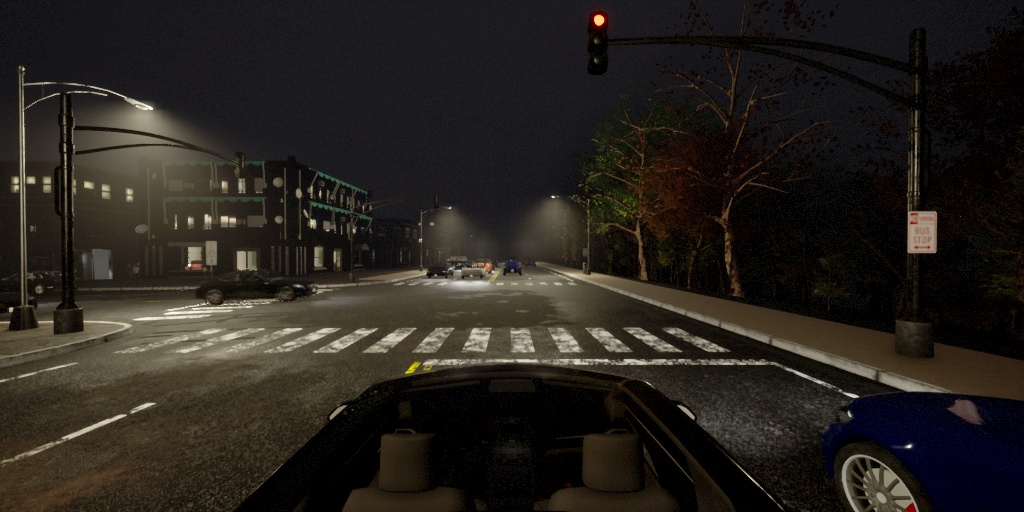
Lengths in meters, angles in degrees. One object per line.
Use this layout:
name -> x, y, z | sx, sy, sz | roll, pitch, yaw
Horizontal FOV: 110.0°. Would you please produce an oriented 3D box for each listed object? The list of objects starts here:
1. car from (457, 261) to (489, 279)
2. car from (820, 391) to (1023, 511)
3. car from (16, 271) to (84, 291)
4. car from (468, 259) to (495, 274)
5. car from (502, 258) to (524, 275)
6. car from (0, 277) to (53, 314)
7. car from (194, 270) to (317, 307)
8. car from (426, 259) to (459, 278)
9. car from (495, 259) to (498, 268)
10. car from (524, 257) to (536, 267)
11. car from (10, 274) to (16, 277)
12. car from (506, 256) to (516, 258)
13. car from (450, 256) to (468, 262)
car -> -3.407, 1.341, 32.282 | 1.895, 1.301, 4.718 | 0, 0, 0
car -> 3.358, 1.276, 0.888 | 1.812, 1.442, 4.674 | 0, 0, 1
car -> -28.321, 1.560, 21.348 | 4.403, 1.370, 2.007 | 0, 0, 0
car -> -3.423, 1.088, 41.254 | 2.097, 1.767, 4.553 | 0, 0, 0
car -> 0.036, 1.263, 38.547 | 1.812, 1.442, 4.674 | 0, 0, 0
car -> -19.970, 1.565, 12.853 | 4.313, 1.339, 1.948 | 0, 0, 0
car -> -11.303, 1.354, 15.994 | 4.674, 1.442, 1.812 | -2, 1, -6
car -> -6.659, 1.287, 34.001 | 2.033, 1.411, 5.357 | 0, 0, 0
car -> -3.436, 1.224, 51.286 | 2.128, 1.511, 4.902 | 0, 0, 0
car -> 3.227, 1.274, 63.694 | 2.033, 1.411, 5.357 | 0, 0, 0
car -> -25.258, 1.558, 15.559 | 4.674, 1.442, 1.812 | 0, 1, 0
car -> -0.130, 0.949, 63.221 | 2.150, 2.045, 5.566 | 0, 0, 0
car -> -6.674, 0.957, 44.237 | 2.150, 2.045, 5.566 | 0, 0, 0
